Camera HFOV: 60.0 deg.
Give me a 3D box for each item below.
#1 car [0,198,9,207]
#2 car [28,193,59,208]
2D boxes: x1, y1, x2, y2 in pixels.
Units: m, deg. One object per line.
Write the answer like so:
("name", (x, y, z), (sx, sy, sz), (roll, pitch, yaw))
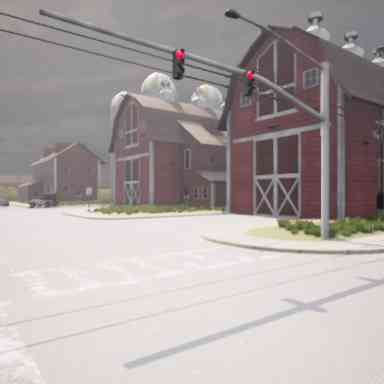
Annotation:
("car", (-29.856, 1.606, 51.913), (1.994, 1.385, 4.181), (0, 0, -37))
("car", (-20.376, 1.181, 45.942), (3.866, 1.878, 1.905), (-2, 5, 11))
